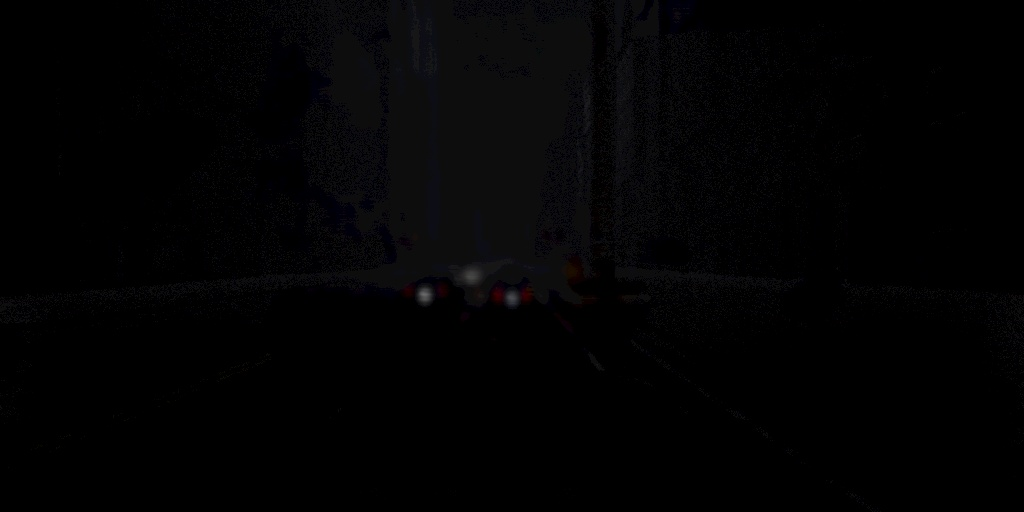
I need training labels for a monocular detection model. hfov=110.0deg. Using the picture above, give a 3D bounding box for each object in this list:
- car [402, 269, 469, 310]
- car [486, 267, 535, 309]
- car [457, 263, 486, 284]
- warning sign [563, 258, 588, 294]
[{"bbox_3d":[-3.228,1.448,15.397,1.994,1.385,4.181,0,0,1],"label":"car"},{"bbox_3d":[0.025,1.413,15.767,1.812,1.442,4.674,0,0,0],"label":"car"},{"bbox_3d":[-3.224,1.572,30.756,1.812,1.442,4.674,0,0,0],"label":"car"},{"bbox_3d":[3.226,1.028,18.319,1.300,1.860,1.060,0,0,0],"label":"warning sign"}]
